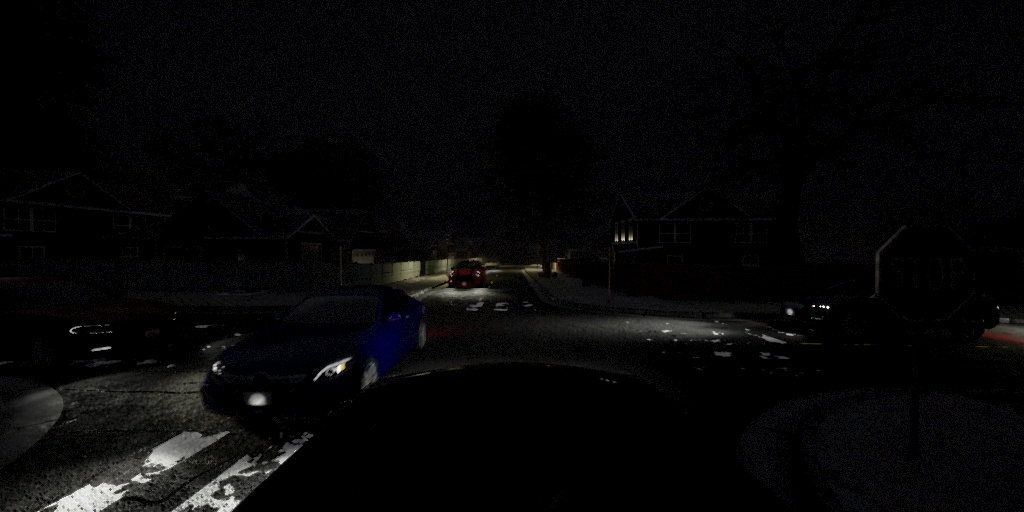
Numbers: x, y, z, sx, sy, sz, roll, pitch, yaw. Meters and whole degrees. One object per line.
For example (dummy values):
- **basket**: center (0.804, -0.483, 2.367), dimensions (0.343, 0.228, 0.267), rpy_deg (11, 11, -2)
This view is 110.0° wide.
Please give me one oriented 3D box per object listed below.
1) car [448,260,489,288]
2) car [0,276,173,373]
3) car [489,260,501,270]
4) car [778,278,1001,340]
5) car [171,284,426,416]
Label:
- **car**: center (-2.851, 1.081, 23.597), dimensions (2.097, 1.767, 4.553), rpy_deg (0, 0, 0)
- **car**: center (-9.264, 1.149, 6.922), dimensions (5.008, 1.535, 1.882), rpy_deg (1, 1, 4)
- **car**: center (-2.788, 1.208, 52.196), dimensions (1.895, 1.301, 4.718), rpy_deg (0, 0, 4)
- **car**: center (10.313, 1.360, 10.040), dimensions (4.902, 1.511, 2.128), rpy_deg (1, 1, 2)
- **car**: center (-2.761, 1.264, 6.208), dimensions (1.812, 1.442, 4.674), rpy_deg (1, 1, 0)
